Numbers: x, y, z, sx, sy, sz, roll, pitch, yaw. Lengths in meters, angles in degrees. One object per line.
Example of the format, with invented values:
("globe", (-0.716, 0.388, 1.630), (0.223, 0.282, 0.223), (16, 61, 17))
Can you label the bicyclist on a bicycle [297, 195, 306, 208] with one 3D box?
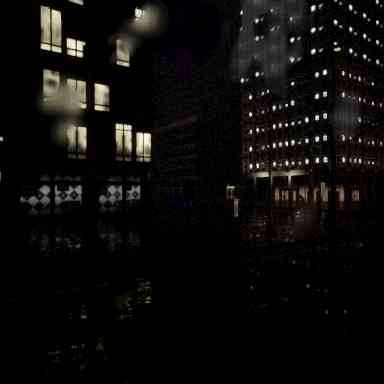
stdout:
("bicyclist on a bicycle", (12.848, 1.118, 39.129), (1.656, 1.620, 0.582), (-1, 1, -34))

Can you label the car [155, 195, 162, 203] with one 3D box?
("car", (-3.936, 1.035, 58.637), (2.192, 1.841, 5.009), (0, 0, -34))

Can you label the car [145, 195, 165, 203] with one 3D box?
("car", (-7.045, 1.238, 63.222), (1.887, 1.381, 4.507), (0, 0, -34))

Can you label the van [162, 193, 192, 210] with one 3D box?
("van", (-1.543, 1.210, 40.180), (1.690, 1.788, 3.998), (0, 0, -34))

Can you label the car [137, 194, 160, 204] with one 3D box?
("car", (-7.869, 1.204, 59.809), (1.882, 1.535, 5.008), (-1, 1, -34))
